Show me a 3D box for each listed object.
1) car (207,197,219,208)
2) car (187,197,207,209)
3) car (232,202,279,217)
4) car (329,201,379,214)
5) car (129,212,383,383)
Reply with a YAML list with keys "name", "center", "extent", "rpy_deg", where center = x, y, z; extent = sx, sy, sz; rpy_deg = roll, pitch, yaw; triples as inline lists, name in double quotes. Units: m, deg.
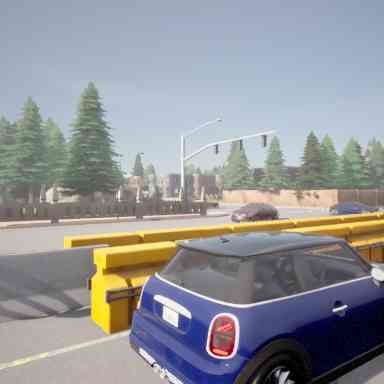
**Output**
- name: "car"
  center: [1.842, 1.477, 47.516]
  extent: [1.882, 1.535, 5.008]
  rpy_deg: [0, 0, -35]
- name: "car"
  center: [-0.487, 1.504, 44.748]
  extent: [1.837, 1.490, 4.892]
  rpy_deg: [0, 0, -35]
- name: "car"
  center: [4.859, 1.526, 24.834]
  extent: [1.812, 1.442, 4.674]
  rpy_deg: [1, 1, 42]
- name: "car"
  center: [15.212, 1.564, 31.340]
  extent: [4.181, 1.385, 1.994]
  rpy_deg: [0, 0, 40]
- name: "car"
  center: [1.502, 1.352, 4.797]
  extent: [4.553, 1.767, 2.097]
  rpy_deg: [0, 0, -35]
